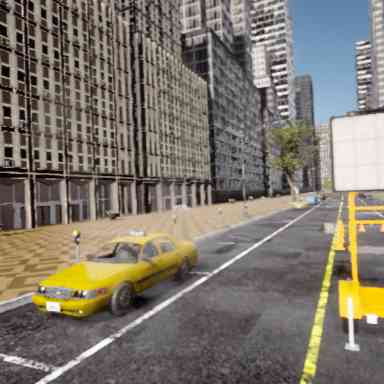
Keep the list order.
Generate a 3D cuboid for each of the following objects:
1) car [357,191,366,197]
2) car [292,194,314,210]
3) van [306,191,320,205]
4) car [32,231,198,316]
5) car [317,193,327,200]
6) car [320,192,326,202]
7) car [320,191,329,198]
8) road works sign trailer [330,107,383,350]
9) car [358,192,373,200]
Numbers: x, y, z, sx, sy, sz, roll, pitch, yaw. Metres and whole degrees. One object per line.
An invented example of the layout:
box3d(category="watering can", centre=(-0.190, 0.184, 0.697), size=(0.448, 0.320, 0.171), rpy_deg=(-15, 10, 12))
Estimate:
box3d(category="car", centre=(41.705, 0.519, 81.910), size=(1.887, 1.381, 4.507), rpy_deg=(-3, -1, 25))
box3d(category="car", centre=(12.755, 1.328, 38.886), size=(1.752, 1.417, 4.829), rpy_deg=(-3, -1, 25))
box3d(category="van", centre=(17.545, 1.035, 49.346), size=(1.690, 1.788, 3.998), rpy_deg=(-3, -1, 25))
box3d(category="car", centre=(-1.423, 1.652, 7.978), size=(1.752, 1.417, 4.829), rpy_deg=(-3, -1, 25))
box3d(category="car", centre=(29.298, 0.954, 74.947), size=(1.752, 1.417, 4.829), rpy_deg=(-3, -1, 25))
box3d(category="car", centre=(22.280, 1.138, 59.647), size=(2.008, 1.369, 4.403), rpy_deg=(-3, -1, 25))
box3d(category="car", centre=(26.996, 0.796, 69.952), size=(2.192, 1.841, 5.009), rpy_deg=(-3, -1, 25))
box3d(category="road works sign trailer", centre=(3.661, 0.359, 5.528), size=(2.380, 3.560, 2.880), rpy_deg=(-3, -1, 25))
box3d(category="car", centre=(32.252, 0.739, 61.303), size=(2.008, 1.369, 4.403), rpy_deg=(-3, -1, 25))
